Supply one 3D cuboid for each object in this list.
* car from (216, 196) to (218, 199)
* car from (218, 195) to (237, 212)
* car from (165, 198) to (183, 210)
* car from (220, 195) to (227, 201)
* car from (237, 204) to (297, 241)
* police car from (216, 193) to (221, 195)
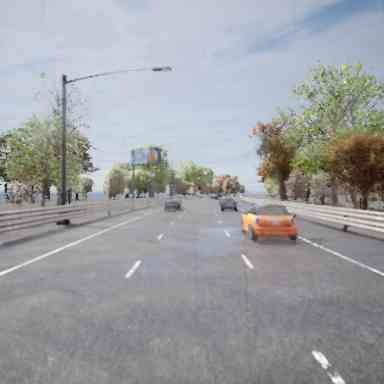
[{"bbox_3d":[5.122,1.641,51.711,2.033,1.411,5.357,0,0,4],"label":"car"},{"bbox_3d":[4.494,1.501,40.852,2.033,1.649,4.856,0,0,3],"label":"car"},{"bbox_3d":[-2.328,1.542,42.694,2.128,1.511,4.902,0,0,3],"label":"car"},{"bbox_3d":[9.152,1.702,95.030,1.882,1.535,5.008,0,0,7],"label":"car"},{"bbox_3d":[3.768,1.382,16.984,2.097,1.767,4.553,0,0,1],"label":"car"},{"bbox_3d":[6.834,1.655,73.399,2.038,1.542,4.974,0,0,5],"label":"police car"}]
